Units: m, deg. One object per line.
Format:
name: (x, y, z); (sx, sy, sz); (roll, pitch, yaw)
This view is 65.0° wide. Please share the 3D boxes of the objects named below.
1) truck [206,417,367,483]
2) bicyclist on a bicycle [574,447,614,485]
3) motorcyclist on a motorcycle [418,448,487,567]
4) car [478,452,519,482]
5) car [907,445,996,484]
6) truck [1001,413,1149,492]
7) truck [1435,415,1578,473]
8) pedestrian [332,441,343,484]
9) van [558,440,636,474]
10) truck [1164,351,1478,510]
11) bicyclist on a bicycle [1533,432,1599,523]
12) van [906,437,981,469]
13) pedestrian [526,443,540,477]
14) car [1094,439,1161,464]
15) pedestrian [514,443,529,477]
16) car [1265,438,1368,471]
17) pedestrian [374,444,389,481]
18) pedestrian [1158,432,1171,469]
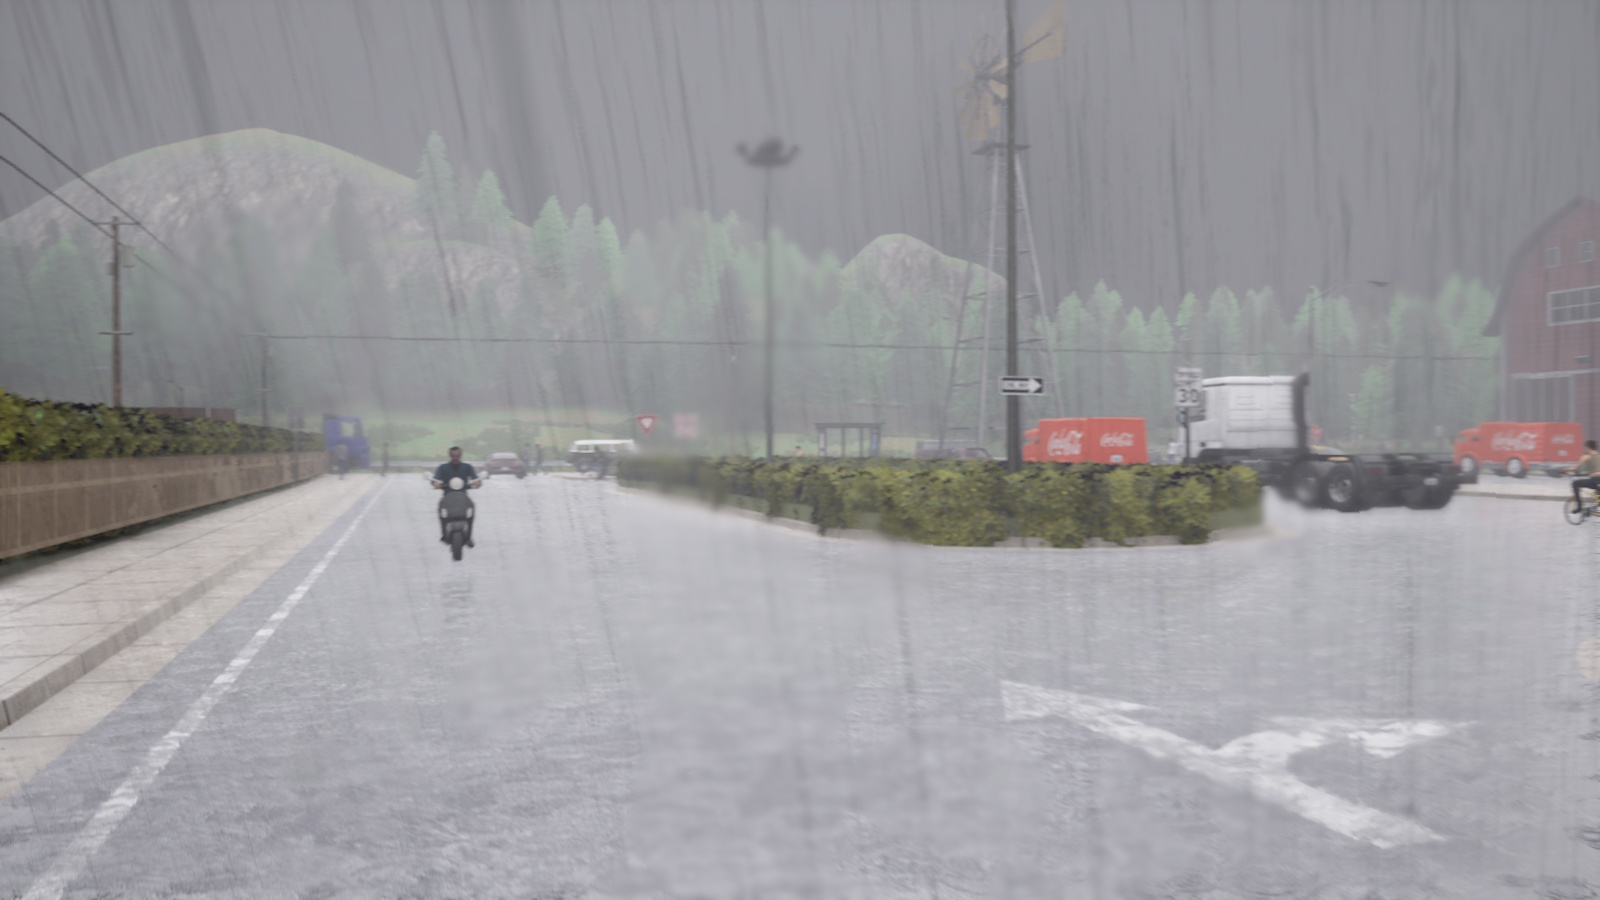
truck: (-28.127, -0.042, 69.139); (7.936, 3.462, 2.891); (-1, 0, -17)
bicyclist on a bicycle: (-9.079, 0.696, 55.361); (1.656, 1.620, 0.582); (-1, -1, 2)
motorcyclist on a motorcycle: (-4.947, 0.770, 17.813); (0.866, 1.590, 1.817); (-1, 0, -17)
car: (-15.263, 0.821, 63.398); (1.812, 1.442, 4.674); (-1, 0, -16)
car: (6.102, 0.579, 50.929); (1.845, 1.501, 3.633); (-1, 0, -28)
truck: (9.186, 0.066, 42.532); (2.627, 2.467, 5.204); (-1, 0, -17)
truck: (31.817, -0.269, 56.747); (2.627, 2.467, 5.204); (-1, 0, -18)
pedestrian: (-20.097, 0.542, 54.546); (0.354, 1.836, 0.706); (-1, 0, -14)
van: (-12.553, 0.441, 77.490); (4.480, 2.038, 2.069); (0, 0, -17)
truck: (12.681, -0.436, 31.568); (2.891, 3.462, 7.936); (-1, 0, -17)
bicyclist on a bicycle: (14.309, 0.490, 23.055); (0.866, 1.612, 1.509); (-1, 0, 3)
van: (9.176, 0.180, 80.384); (4.442, 1.987, 1.775); (-1, 0, -17)
pedestrian: (-14.455, 0.555, 67.930); (0.614, 1.847, 0.353); (-1, 0, 10)
car: (22.562, 0.080, 86.502); (4.611, 1.667, 2.242); (-1, 0, -42)
pedestrian: (-15.181, 0.563, 68.369); (0.706, 1.836, 0.354); (-1, 0, -41)
car: (26.002, 0.209, 63.439); (1.801, 1.575, 5.366); (-1, 0, -18)
pedestrian: (-21.789, 0.663, 65.413); (0.692, 1.930, 0.396); (-1, 0, -21)
pedestrian: (18.479, 0.020, 63.708); (0.354, 1.836, 0.706); (-1, 0, -9)
